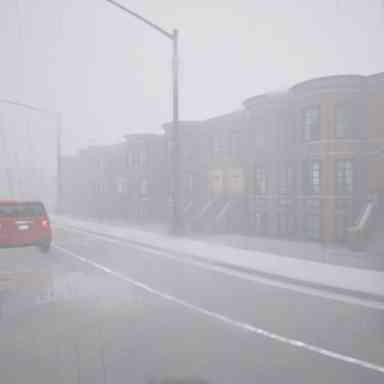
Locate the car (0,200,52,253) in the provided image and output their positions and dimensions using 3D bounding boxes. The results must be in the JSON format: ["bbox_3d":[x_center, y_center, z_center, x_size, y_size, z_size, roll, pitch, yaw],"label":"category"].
[{"bbox_3d":[-7.381,1.332,13.530,2.150,2.045,5.566,0,0,-37],"label":"car"}]
